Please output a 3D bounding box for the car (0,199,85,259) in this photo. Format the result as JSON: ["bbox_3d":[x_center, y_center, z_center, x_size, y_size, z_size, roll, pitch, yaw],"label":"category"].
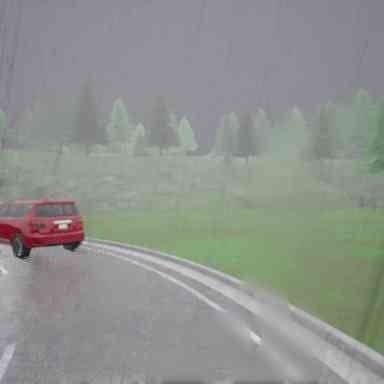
[{"bbox_3d":[-6.518,1.324,13.380,5.566,2.045,2.150,-1,-1,41],"label":"car"}]
